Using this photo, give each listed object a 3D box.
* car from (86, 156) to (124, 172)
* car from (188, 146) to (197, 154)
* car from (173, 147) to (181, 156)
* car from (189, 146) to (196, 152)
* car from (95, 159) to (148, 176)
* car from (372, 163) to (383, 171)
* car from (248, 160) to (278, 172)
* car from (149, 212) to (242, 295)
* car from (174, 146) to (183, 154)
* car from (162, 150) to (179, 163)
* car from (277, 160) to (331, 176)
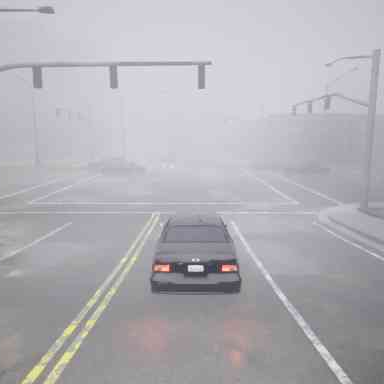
[{"bbox_3d":[-9.516,-3.208,37.431,4.553,1.767,2.097,0,9,0],"label":"car"},{"bbox_3d":[0.071,-10.320,81.096,2.097,1.767,4.553,0,9,0],"label":"car"},{"bbox_3d":[-3.514,-6.892,61.013,1.837,1.490,4.892,0,9,0],"label":"car"},{"bbox_3d":[0.080,-11.806,91.154,1.994,1.385,4.181,0,9,0],"label":"car"},{"bbox_3d":[-6.969,-2.399,34.006,4.718,1.301,1.895,0,9,0],"label":"car"},{"bbox_3d":[22.949,-2.945,37.337,4.718,1.301,1.895,0,9,0],"label":"car"},{"bbox_3d":[8.759,-2.953,37.397,4.718,1.301,1.895,0,9,0],"label":"car"},{"bbox_3d":[0.082,1.217,8.409,2.033,1.411,5.357,0,4,0],"label":"car"},{"bbox_3d":[-3.437,-8.516,71.208,2.033,1.411,5.357,0,9,0],"label":"car"},{"bbox_3d":[-3.551,-5.306,51.535,2.033,1.411,5.357,0,9,0],"label":"car"},{"bbox_3d":[11.511,-2.389,33.931,4.718,1.301,1.895,0,9,0],"label":"car"}]
